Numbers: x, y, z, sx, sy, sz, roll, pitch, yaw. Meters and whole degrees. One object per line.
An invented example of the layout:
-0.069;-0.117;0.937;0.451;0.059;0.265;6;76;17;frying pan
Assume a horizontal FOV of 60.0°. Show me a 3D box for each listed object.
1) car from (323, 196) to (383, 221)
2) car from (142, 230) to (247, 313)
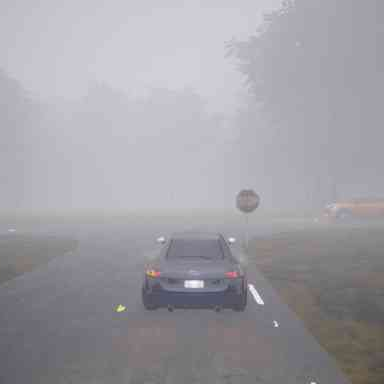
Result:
11.957;1.076;24.071;4.553;1.767;2.097;-1;1;0;car
0.097;1.563;7.764;1.994;1.385;4.181;0;0;2;car
